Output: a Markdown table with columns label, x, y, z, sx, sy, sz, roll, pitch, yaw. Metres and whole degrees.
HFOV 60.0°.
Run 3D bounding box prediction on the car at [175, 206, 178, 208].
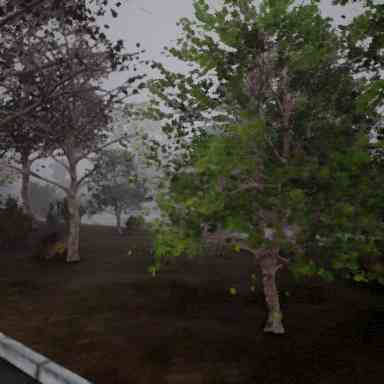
| label | x | y | z | sx | sy | sz | roll | pitch | yaw |
| --- | --- | --- | --- | --- | --- | --- | --- | --- | --- |
| car | -1.912 | 2.848 | 52.170 | 1.812 | 1.442 | 4.674 | -1 | -3 | 38 |
